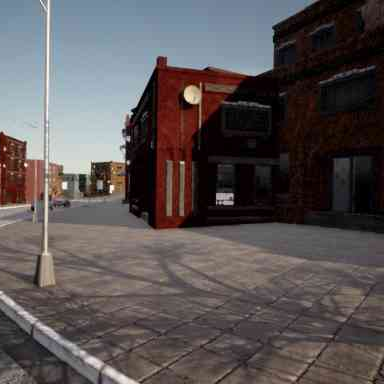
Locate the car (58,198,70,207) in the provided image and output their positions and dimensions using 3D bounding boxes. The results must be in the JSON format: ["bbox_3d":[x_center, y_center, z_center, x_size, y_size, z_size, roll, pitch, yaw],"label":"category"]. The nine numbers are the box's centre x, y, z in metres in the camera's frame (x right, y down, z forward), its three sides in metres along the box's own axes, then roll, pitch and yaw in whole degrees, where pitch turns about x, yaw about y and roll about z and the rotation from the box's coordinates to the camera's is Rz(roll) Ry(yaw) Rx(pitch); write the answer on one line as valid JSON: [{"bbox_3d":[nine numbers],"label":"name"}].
[{"bbox_3d":[-20.990,1.693,53.659,1.812,1.442,4.674,1,0,-9],"label":"car"}]

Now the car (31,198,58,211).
[{"bbox_3d":[-19.133,1.683,42.720,1.994,1.385,4.181,1,0,-9],"label":"car"}]
